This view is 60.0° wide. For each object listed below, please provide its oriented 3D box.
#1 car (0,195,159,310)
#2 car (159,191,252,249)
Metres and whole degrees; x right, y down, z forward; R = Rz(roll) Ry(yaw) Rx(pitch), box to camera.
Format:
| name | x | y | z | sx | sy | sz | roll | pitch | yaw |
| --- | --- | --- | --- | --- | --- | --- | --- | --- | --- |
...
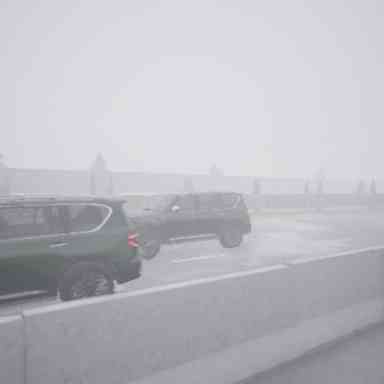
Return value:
| name | x | y | z | sx | sy | sz | roll | pitch | yaw |
| --- | --- | --- | --- | --- | --- | --- | --- | --- | --- |
| car | -3.595 | 1.099 | 5.725 | 5.566 | 2.045 | 2.150 | -1 | 1 | -33 |
| car | -0.391 | 0.983 | 11.885 | 5.566 | 2.045 | 2.150 | -1 | 1 | -31 |
